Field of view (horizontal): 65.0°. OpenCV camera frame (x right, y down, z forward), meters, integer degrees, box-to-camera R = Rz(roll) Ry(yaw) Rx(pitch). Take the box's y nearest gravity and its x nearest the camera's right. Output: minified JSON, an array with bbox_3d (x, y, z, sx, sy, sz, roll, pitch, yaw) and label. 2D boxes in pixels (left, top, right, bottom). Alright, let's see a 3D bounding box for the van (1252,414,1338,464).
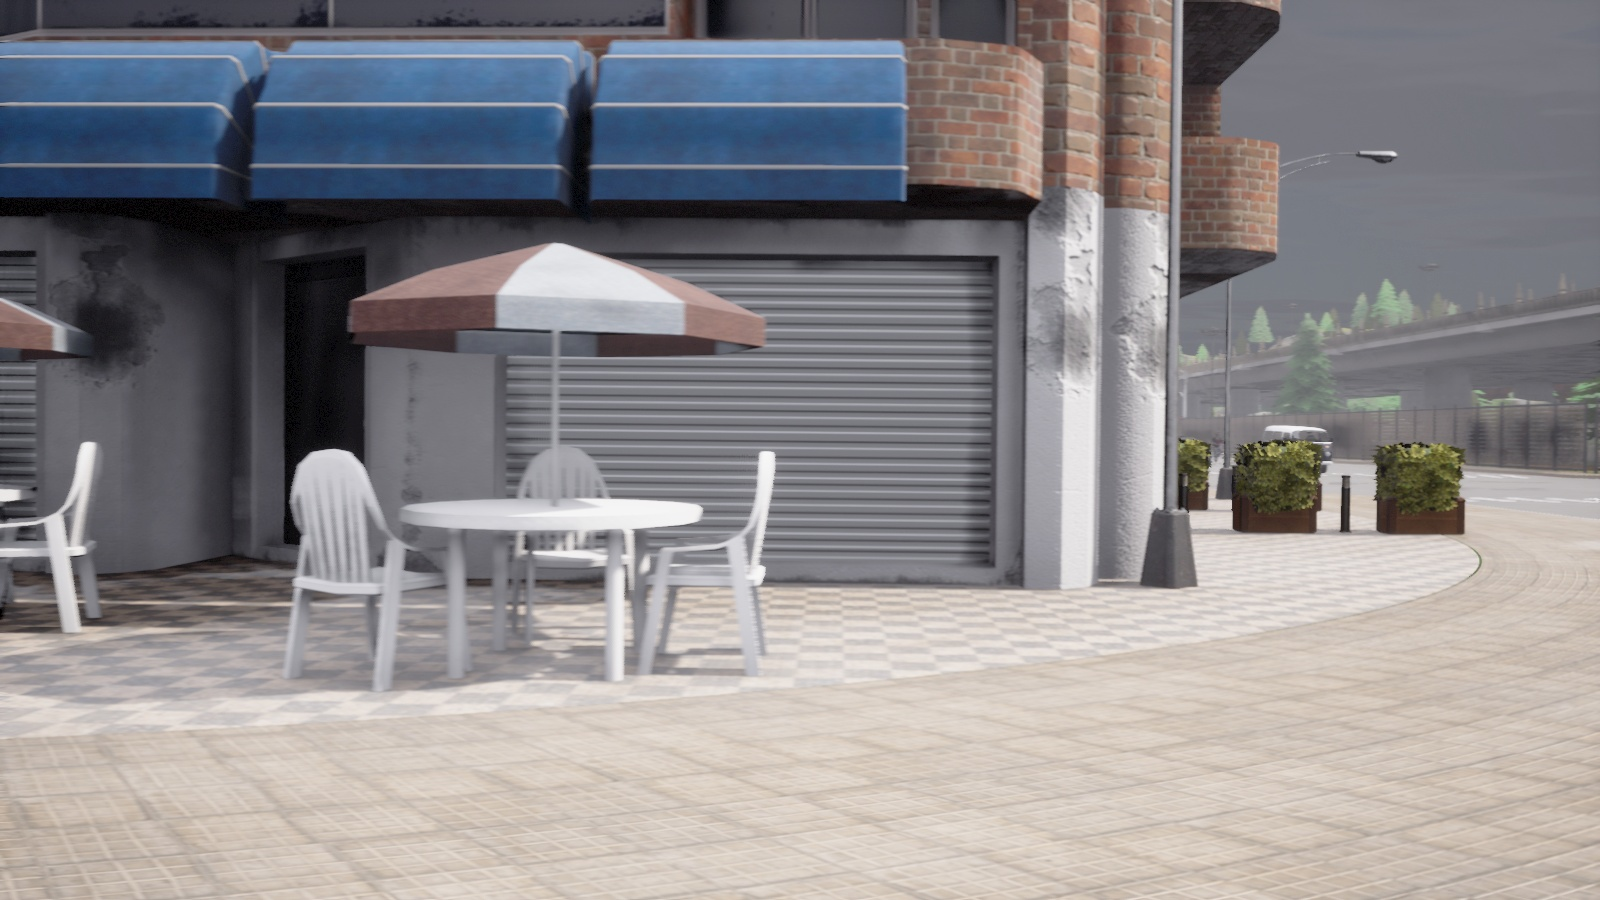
[{"bbox_3d":[21.367,-0.501,54.418,2.069,2.038,4.480,-1,2,2],"label":"van"}]
